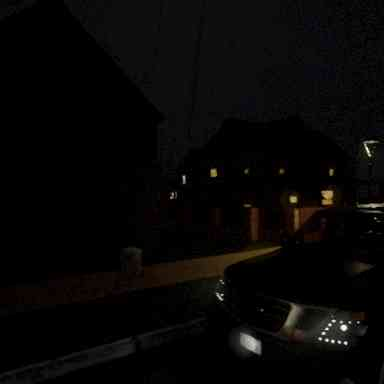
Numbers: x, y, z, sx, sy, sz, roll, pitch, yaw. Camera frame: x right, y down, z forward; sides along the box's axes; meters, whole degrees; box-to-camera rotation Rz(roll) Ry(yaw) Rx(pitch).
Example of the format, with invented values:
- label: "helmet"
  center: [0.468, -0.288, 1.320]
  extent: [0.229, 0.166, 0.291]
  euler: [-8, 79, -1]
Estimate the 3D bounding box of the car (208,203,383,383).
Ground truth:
- label: "car"
  center: [2.848, 1.221, 5.094]
  extent: [5.566, 2.045, 2.150]
  euler: [0, 0, -36]
